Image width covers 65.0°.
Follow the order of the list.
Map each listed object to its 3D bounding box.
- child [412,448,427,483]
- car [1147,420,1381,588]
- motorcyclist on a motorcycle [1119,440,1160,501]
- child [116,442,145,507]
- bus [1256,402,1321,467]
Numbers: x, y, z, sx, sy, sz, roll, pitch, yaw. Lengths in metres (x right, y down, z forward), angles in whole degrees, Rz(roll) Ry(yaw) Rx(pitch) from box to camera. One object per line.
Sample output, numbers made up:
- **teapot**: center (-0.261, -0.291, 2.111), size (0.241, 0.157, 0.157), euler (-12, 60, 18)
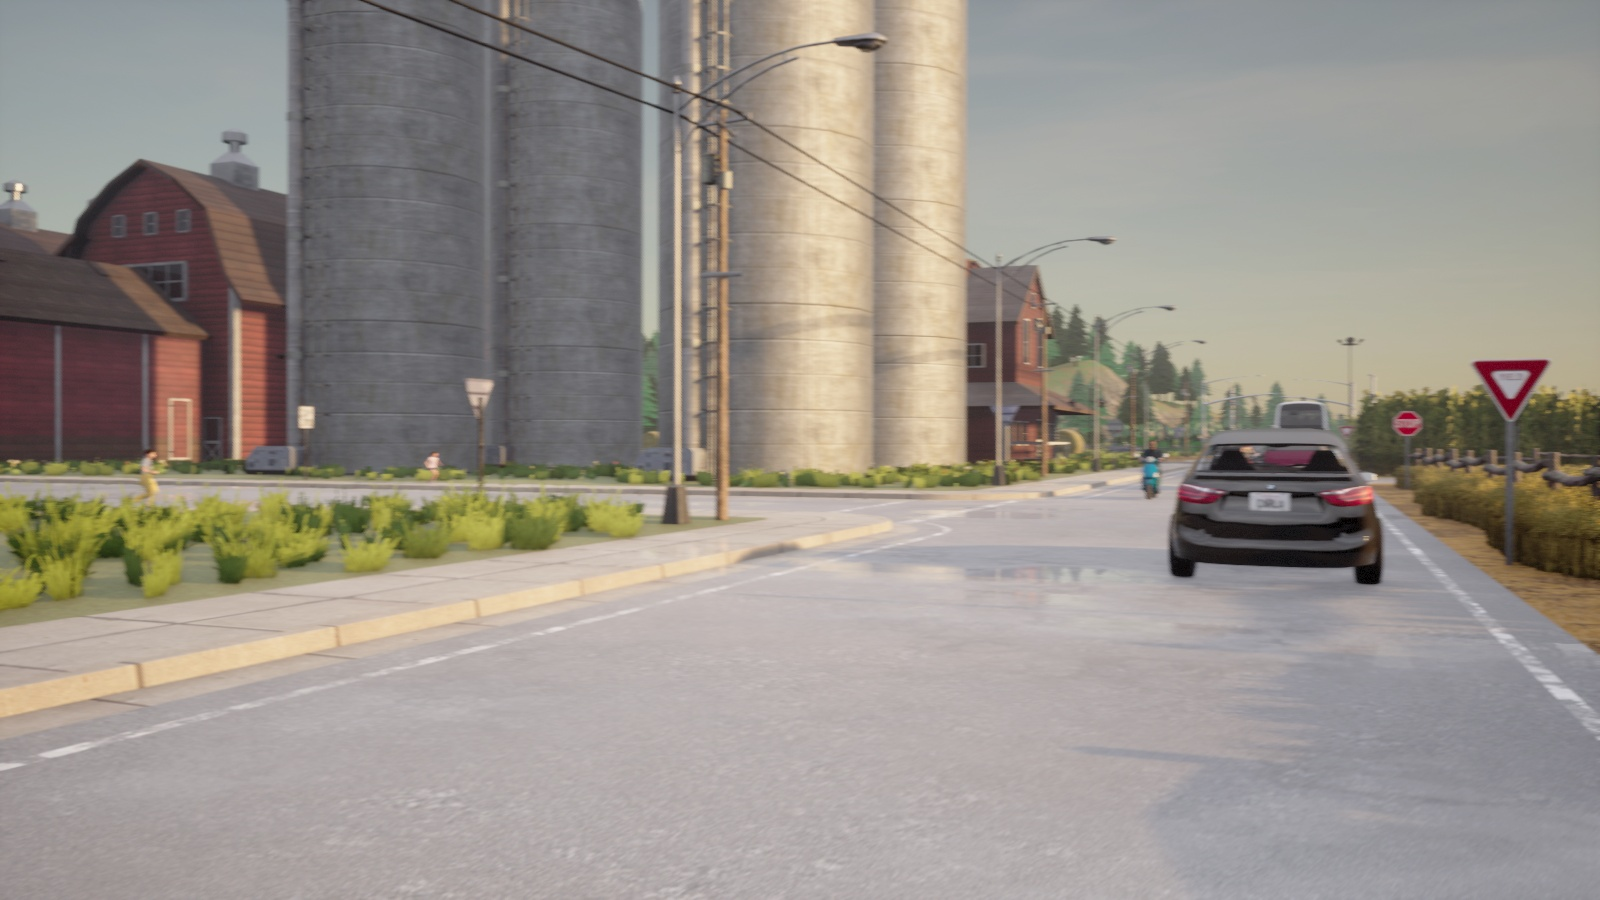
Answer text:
- **child**: center (-12.033, 0.491, 39.698), size (0.394, 1.110, 0.255), euler (0, 0, 24)
- **car**: center (5.564, 0.523, 15.021), size (2.242, 1.667, 4.611), euler (0, 0, 22)
- **motorcyclist on a motorcycle**: center (9.080, 0.531, 33.529), size (0.866, 1.590, 1.817), euler (0, 0, 21)
- **child**: center (-13.205, 0.479, 24.764), size (0.437, 1.263, 0.270), euler (0, 0, -9)
- **bus**: center (33.910, -1.033, 87.106), size (3.944, 4.253, 10.273), euler (0, 0, 21)
